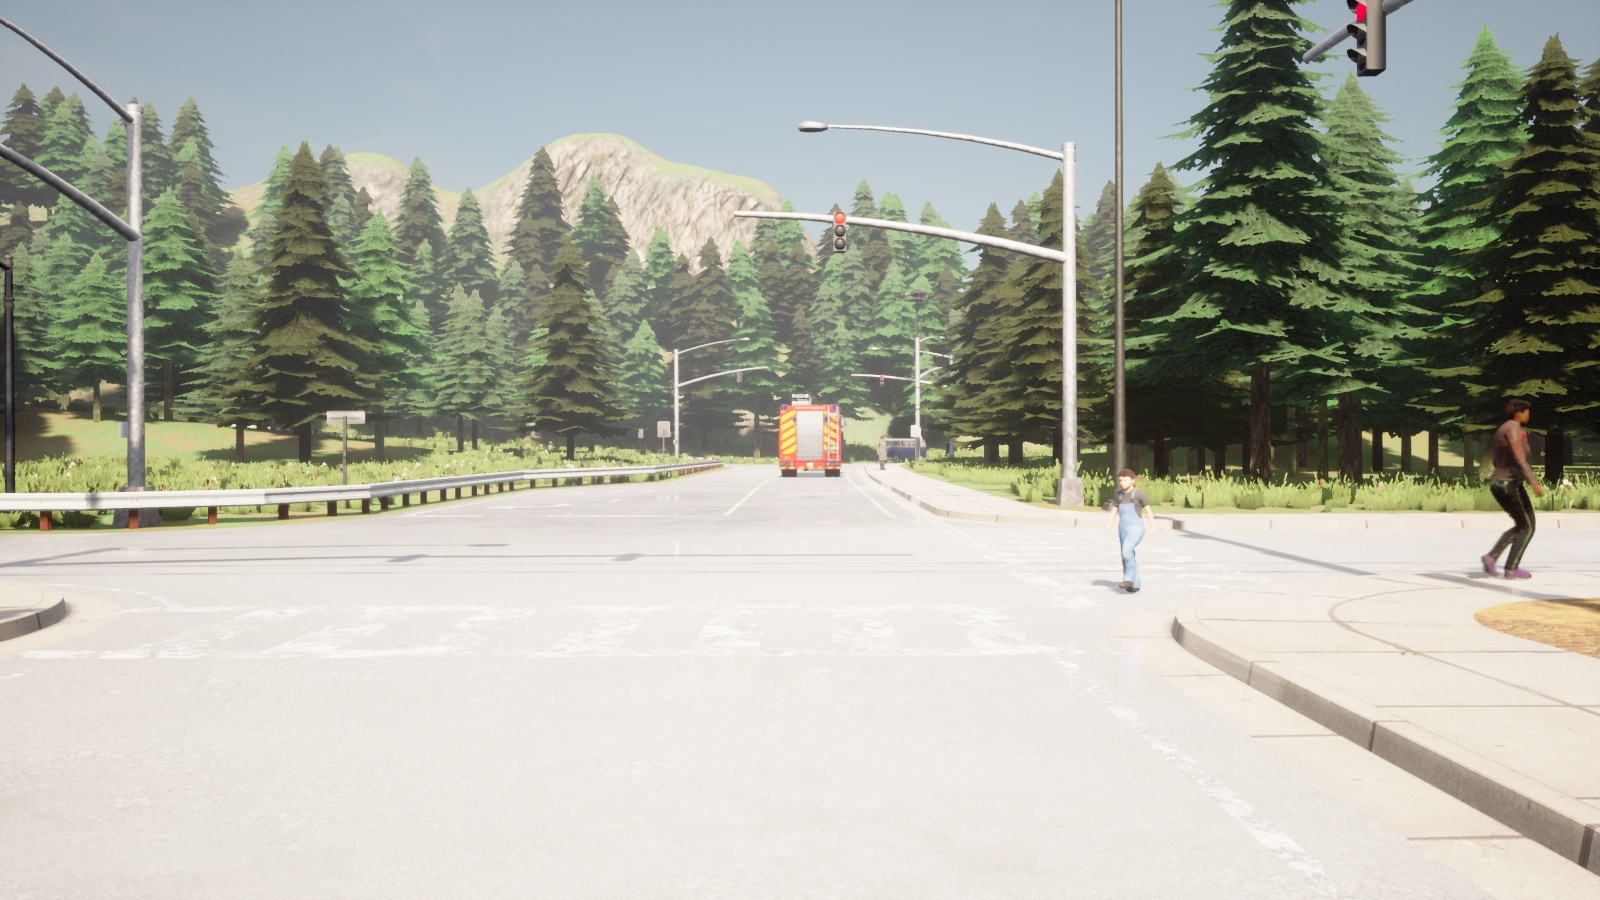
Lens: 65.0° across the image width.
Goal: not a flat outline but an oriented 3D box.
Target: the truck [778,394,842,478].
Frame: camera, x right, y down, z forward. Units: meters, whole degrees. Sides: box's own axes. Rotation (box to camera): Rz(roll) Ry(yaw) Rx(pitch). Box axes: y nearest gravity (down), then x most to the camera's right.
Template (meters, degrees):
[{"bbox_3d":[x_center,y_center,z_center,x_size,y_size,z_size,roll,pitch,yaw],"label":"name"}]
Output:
[{"bbox_3d":[0.583,-0.660,61.508,2.891,3.827,8.468,0,0,2],"label":"truck"}]

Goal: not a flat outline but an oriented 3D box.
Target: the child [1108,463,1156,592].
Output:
[{"bbox_3d":[3.342,0.771,12.634,0.437,1.263,0.270,0,0,-41],"label":"child"}]

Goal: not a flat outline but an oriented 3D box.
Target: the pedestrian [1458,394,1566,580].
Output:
[{"bbox_3d":[7.026,0.357,12.410,0.869,1.805,0.328,0,0,6],"label":"pedestrian"}]

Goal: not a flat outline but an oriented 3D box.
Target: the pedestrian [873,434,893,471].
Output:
[{"bbox_3d":[4.350,0.139,66.169,0.659,1.952,0.873,0,0,-32],"label":"pedestrian"}]
